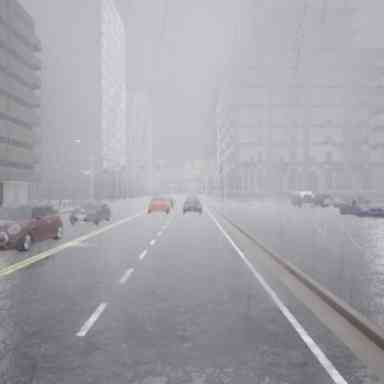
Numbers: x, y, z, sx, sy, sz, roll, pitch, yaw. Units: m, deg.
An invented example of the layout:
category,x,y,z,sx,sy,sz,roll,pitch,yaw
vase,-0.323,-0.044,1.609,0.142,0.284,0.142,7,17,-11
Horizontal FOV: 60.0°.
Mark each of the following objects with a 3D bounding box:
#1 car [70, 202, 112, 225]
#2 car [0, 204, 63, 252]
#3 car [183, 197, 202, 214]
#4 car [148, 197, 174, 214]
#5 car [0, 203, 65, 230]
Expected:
category,x,y,z,sx,sy,sz,roll,pitch,yaw
car,-7.061,1.449,23.574,2.128,1.511,4.902,0,0,0
car,-7.084,1.327,13.689,2.097,1.767,4.553,0,0,0
car,0.047,1.542,34.544,1.895,1.301,4.718,0,0,0
car,-3.359,1.290,35.184,2.097,1.767,4.553,0,0,0
car,-10.567,1.507,22.226,2.033,1.411,5.357,0,0,0
